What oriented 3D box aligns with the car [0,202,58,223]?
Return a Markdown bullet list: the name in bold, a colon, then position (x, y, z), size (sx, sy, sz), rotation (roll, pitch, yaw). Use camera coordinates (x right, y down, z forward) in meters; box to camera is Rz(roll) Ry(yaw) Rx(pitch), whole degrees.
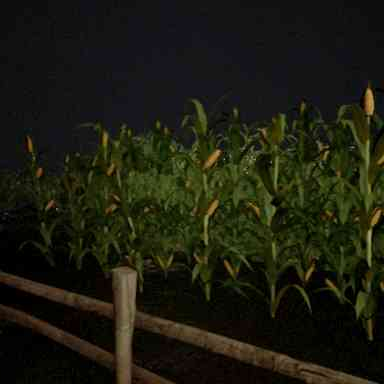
- **car**: position (-12.054, 1.457, 24.439), size (1.994, 1.385, 4.181), rotation (0, 1, 35)
